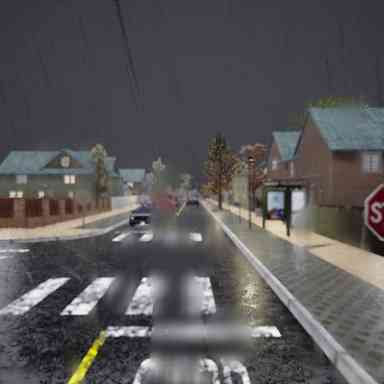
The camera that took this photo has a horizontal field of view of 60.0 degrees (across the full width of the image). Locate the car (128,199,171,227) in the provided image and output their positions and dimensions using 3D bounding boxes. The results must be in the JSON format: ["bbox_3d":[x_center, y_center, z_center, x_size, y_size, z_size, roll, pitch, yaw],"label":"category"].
[{"bbox_3d":[-2.875,1.463,22.429,2.033,1.411,5.357,0,0,1],"label":"car"}]

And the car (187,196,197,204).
[{"bbox_3d":[0.015,1.461,64.403,1.837,1.490,4.892,0,0,0],"label":"car"}]

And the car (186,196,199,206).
[{"bbox_3d":[0.105,1.488,52.763,1.994,1.385,4.181,0,0,0],"label":"car"}]

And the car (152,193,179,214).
[{"bbox_3d":[-2.824,1.123,34.084,2.150,2.045,5.566,0,0,1],"label":"car"}]
